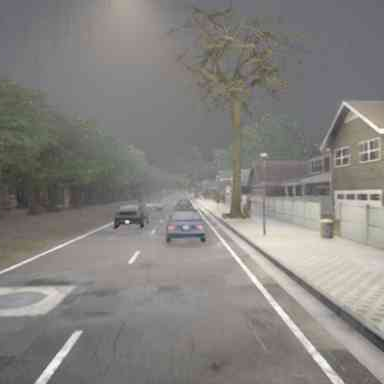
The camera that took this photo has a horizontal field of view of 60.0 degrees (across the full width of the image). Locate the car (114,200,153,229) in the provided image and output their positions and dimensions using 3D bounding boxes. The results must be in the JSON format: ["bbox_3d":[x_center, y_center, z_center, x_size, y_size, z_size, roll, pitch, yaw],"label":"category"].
[{"bbox_3d":[-3.943,1.534,22.303,1.837,1.490,4.892,-1,0,-2],"label":"car"}]

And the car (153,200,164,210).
[{"bbox_3d":[-4.420,1.615,40.092,1.895,1.301,4.718,-1,0,-2],"label":"car"}]

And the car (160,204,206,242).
[{"bbox_3d":[-0.310,1.542,16.465,2.033,1.411,5.357,-1,0,-1],"label":"car"}]

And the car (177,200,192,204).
[{"bbox_3d":[-0.797,1.531,35.011,2.033,1.411,5.357,-1,0,-1],"label":"car"}]
